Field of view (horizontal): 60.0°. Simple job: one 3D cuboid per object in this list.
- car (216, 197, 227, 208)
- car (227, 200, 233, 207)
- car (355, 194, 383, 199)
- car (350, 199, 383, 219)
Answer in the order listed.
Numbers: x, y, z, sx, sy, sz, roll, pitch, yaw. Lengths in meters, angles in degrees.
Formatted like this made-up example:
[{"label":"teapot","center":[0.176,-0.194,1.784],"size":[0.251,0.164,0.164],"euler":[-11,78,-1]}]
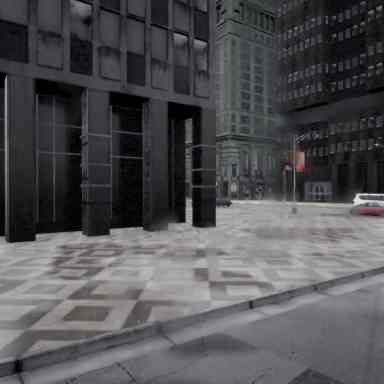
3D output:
[{"label":"car","center":[2.265,1.536,48.869],"size":[2.033,1.411,5.357],"euler":[0,0,-34]},{"label":"car","center":[4.074,1.530,52.002],"size":[2.033,1.411,5.357],"euler":[0,0,-34]},{"label":"car","center":[18.074,1.201,31.390],"size":[2.150,2.045,5.566],"euler":[0,1,-34]},{"label":"car","center":[15.943,1.556,28.751],"size":[1.994,1.385,4.181],"euler":[0,0,-34]}]
